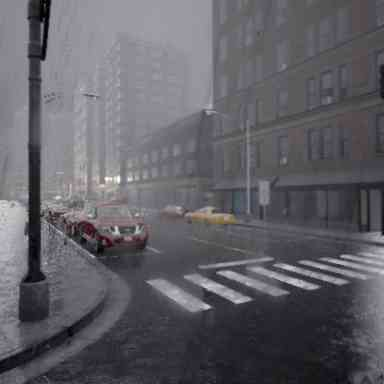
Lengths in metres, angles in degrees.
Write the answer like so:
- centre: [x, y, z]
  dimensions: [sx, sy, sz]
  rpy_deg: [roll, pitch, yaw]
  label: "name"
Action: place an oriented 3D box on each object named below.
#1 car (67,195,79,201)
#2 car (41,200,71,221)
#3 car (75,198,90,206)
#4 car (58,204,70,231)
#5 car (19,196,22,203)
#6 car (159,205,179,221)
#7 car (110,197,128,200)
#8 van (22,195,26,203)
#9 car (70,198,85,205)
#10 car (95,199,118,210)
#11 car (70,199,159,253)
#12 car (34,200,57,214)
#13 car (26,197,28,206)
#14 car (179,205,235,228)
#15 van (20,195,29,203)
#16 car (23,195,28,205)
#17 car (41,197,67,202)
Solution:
- centre: [-18.295, 1.709, 52.692]
  dimensions: [1.837, 1.490, 4.892]
  rpy_deg: [0, 0, -29]
  label: "car"
- centre: [-11.590, 1.656, 28.732]
  dimensions: [1.887, 1.381, 4.507]
  rpy_deg: [1, -1, -29]
  label: "car"
- centre: [-20.292, 1.776, 61.742]
  dimensions: [1.752, 1.417, 4.829]
  rpy_deg: [1, -1, -29]
  label: "car"
- centre: [-6.236, 1.637, 19.164]
  dimensions: [1.887, 1.381, 4.507]
  rpy_deg: [1, -1, -29]
  label: "car"
- centre: [-38.359, 1.895, 76.571]
  dimensions: [1.947, 1.339, 4.313]
  rpy_deg: [1, -1, -29]
  label: "car"
- centre: [-1.470, 1.718, 28.103]
  dimensions: [1.802, 1.307, 4.206]
  rpy_deg: [1, -1, -29]
  label: "car"
- centre: [-9.498, 1.489, 42.460]
  dimensions: [2.192, 1.841, 5.009]
  rpy_deg: [1, -1, -29]
  label: "car"
- centre: [-30.326, 1.582, 62.222]
  dimensions: [1.690, 1.788, 3.998]
  rpy_deg: [1, -1, -29]
  label: "van"
- centre: [-22.887, 1.826, 66.379]
  dimensions: [2.008, 1.369, 4.403]
  rpy_deg: [1, -1, -29]
  label: "car"
- centre: [-12.178, 1.741, 47.241]
  dimensions: [2.008, 1.369, 4.403]
  rpy_deg: [1, -1, -29]
  label: "car"
- centre: [-3.555, 1.402, 14.383]
  dimensions: [2.192, 1.841, 5.009]
  rpy_deg: [1, -1, -29]
  label: "car"
- centre: [-16.944, 1.689, 38.300]
  dimensions: [2.008, 1.369, 4.403]
  rpy_deg: [1, -1, -29]
  label: "car"
- centre: [-22.296, 1.716, 47.867]
  dimensions: [1.887, 1.381, 4.507]
  rpy_deg: [1, -1, -29]
  label: "car"
- centre: [1.124, 1.654, 23.468]
  dimensions: [1.752, 1.417, 4.829]
  rpy_deg: [1, -1, -29]
  label: "car"
- centre: [-41.034, 1.703, 81.358]
  dimensions: [1.690, 1.788, 3.998]
  rpy_deg: [1, -1, -29]
  label: "van"
- centre: [-27.567, 1.740, 57.287]
  dimensions: [1.752, 1.417, 4.829]
  rpy_deg: [1, -1, -29]
  label: "car"
- centre: [-14.265, 1.564, 33.517]
  dimensions: [1.967, 1.590, 4.097]
  rpy_deg: [1, -1, -29]
  label: "car"
